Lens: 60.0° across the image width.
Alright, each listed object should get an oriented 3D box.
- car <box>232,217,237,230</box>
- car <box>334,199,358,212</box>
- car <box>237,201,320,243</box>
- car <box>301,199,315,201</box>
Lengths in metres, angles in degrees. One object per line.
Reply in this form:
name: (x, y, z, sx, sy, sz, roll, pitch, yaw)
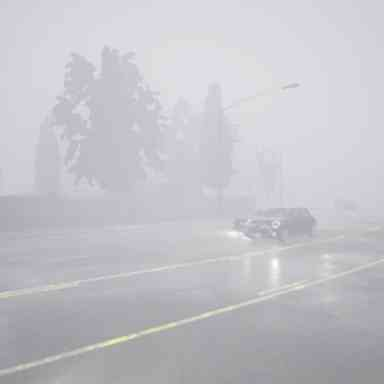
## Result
car: (4.530, 1.820, 22.238, 1.994, 1.385, 4.181, 0, -1, 43)
car: (24.533, 2.088, 53.222, 2.150, 2.045, 5.566, 0, -1, 7)
car: (4.728, 1.545, 17.494, 4.553, 1.767, 2.097, 1, -1, -44)
car: (21.425, 2.276, 60.722, 2.150, 2.045, 5.566, 0, -1, -1)
